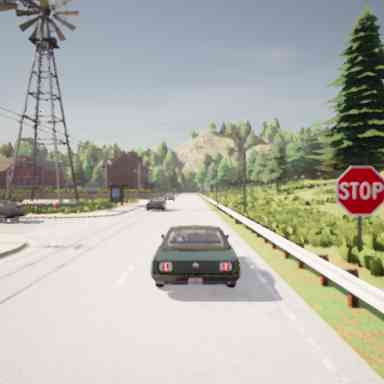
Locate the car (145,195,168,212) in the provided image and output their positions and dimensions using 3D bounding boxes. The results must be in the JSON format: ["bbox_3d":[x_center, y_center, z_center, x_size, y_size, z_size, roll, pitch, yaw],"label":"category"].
[{"bbox_3d":[-3.596,1.292,34.165,1.895,1.301,4.718,0,1,0],"label":"car"}]

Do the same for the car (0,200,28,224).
[{"bbox_3d":[-13.696,1.289,22.325,4.902,1.511,2.128,0,0,-1],"label":"car"}]

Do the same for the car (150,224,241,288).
[{"bbox_3d":[0.085,1.519,8.978,1.895,1.301,4.718,0,1,0],"label":"car"}]
